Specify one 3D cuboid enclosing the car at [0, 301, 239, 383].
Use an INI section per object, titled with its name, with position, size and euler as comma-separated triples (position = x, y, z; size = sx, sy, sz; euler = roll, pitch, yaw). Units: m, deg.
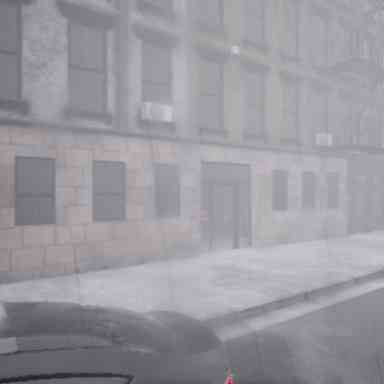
[car]
position = -1.747, 1.526, 1.832
size = 4.674, 1.442, 1.812
euler = 0, 0, -35
